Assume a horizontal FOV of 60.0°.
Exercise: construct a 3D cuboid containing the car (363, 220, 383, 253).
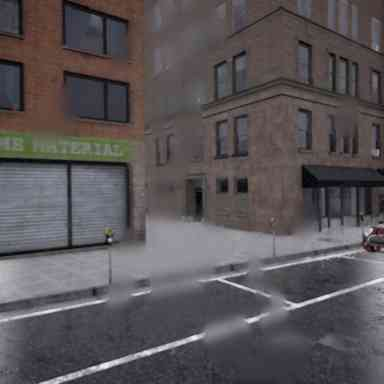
[{"bbox_3d":[8.178,1.443,12.436,4.097,1.590,1.967,0,-1,-35],"label":"car"}]
